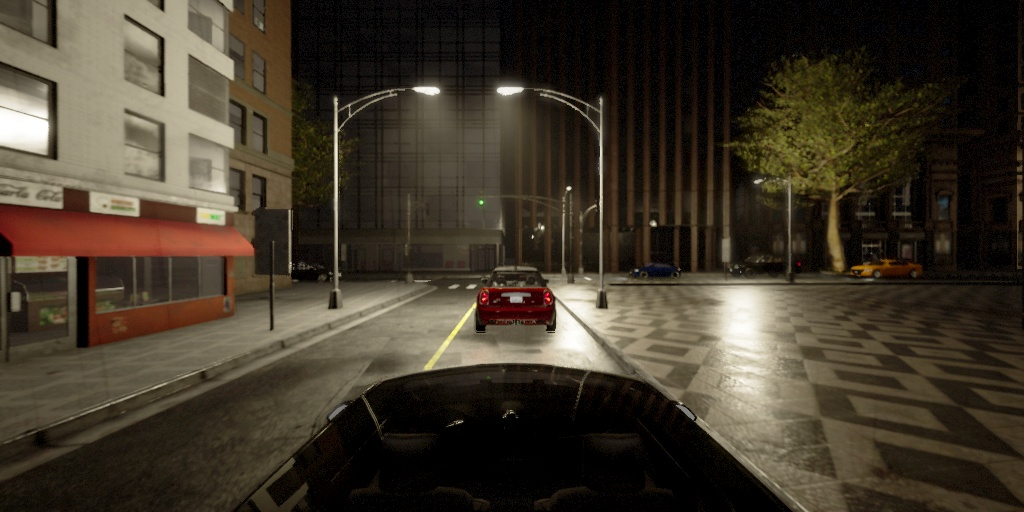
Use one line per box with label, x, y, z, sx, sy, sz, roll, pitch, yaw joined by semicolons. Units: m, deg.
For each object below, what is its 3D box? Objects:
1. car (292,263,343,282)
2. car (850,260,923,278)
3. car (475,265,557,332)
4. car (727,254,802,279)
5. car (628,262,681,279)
car;-15.740;1.288;27.777;4.902;1.511;2.128;0;0;0
car;32.081;1.098;30.820;5.008;1.535;1.882;0;0;0
car;0.104;1.094;10.968;2.097;1.767;4.553;0;0;0
car;21.630;0.866;30.854;5.566;2.045;2.150;0;0;0
car;12.245;1.239;30.892;4.181;1.385;1.994;0;0;0
